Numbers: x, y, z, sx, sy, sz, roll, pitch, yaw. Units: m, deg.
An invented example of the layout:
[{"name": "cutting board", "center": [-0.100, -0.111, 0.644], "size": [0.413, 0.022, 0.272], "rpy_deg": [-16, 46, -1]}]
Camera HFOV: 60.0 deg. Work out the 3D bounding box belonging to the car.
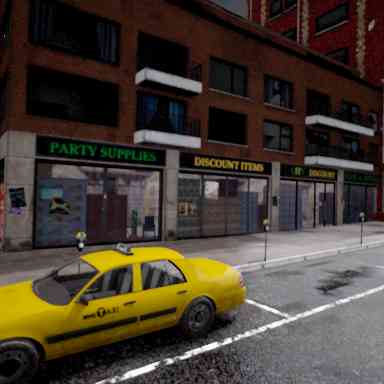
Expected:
[{"name": "car", "center": [-1.309, 1.526, 5.138], "size": [4.829, 1.417, 1.752], "rpy_deg": [0, 2, -35]}]
